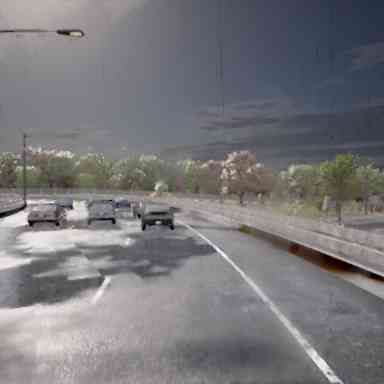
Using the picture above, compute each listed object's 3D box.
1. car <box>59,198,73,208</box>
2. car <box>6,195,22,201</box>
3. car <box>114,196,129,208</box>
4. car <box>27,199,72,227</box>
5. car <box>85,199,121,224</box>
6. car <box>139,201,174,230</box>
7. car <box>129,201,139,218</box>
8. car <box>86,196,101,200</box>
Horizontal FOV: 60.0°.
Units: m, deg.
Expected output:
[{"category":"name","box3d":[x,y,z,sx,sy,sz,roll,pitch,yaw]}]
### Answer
[{"category":"car","box3d":[-16.585,1.404,43.051,1.994,1.385,4.181,0,0,-24]},{"category":"car","box3d":[-41.394,1.315,77.481,5.357,1.411,2.033,0,0,40]},{"category":"car","box3d":[-9.548,1.318,44.425,1.812,1.442,4.674,0,0,-23]},{"category":"car","box3d":[-9.658,1.469,22.480,2.033,1.411,5.357,0,0,-14]},{"category":"car","box3d":[-6.343,1.444,23.637,2.033,1.411,5.357,0,0,-14]},{"category":"car","box3d":[-2.129,1.398,20.192,1.837,1.490,4.892,0,0,-8]},{"category":"car","box3d":[-3.928,1.420,28.328,1.994,1.385,4.181,0,0,-15]},{"category":"car","box3d":[-12.392,1.328,42.200,1.837,1.490,4.892,0,1,-23]}]
